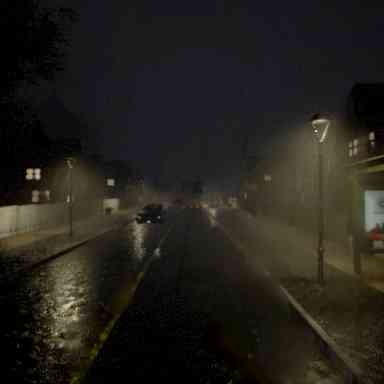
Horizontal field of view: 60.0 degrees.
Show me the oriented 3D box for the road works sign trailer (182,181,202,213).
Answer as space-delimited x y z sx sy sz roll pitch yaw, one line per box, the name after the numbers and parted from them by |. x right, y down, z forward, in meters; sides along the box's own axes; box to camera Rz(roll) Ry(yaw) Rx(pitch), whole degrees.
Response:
-0.004 0.564 38.703 2.380 3.560 2.880 0 0 1 | road works sign trailer

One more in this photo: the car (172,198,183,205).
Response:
-2.764 1.854 65.286 1.994 1.385 4.181 0 -1 0 | car

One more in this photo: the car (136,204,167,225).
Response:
-2.849 1.590 24.620 2.033 1.411 5.357 0 0 0 | car
